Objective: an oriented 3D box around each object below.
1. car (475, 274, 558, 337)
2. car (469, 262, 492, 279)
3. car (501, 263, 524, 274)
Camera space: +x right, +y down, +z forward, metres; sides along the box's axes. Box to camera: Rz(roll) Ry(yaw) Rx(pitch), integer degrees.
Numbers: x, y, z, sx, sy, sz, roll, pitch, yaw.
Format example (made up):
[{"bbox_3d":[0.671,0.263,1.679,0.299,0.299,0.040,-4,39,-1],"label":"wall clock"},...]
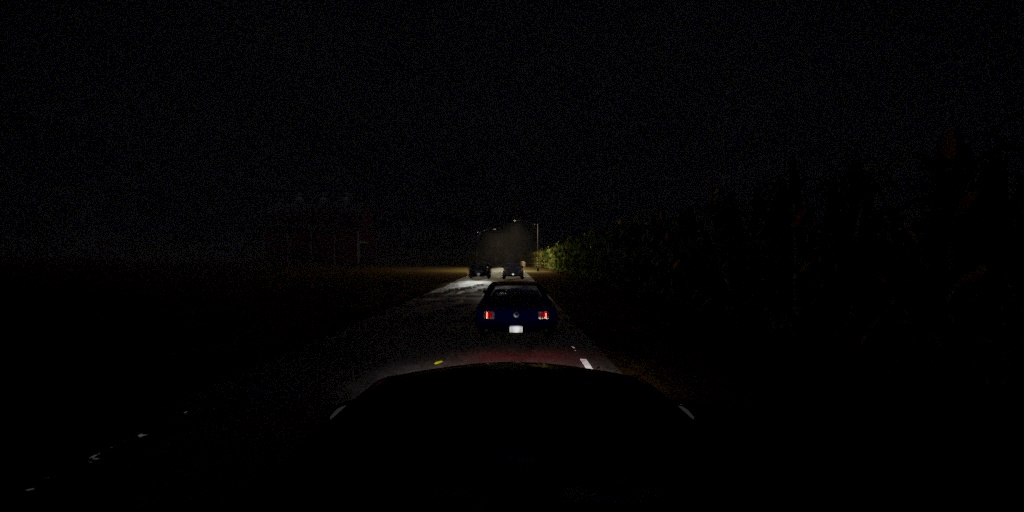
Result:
[{"bbox_3d":[0.098,1.356,10.253,1.895,1.301,4.718,0,0,0],"label":"car"},{"bbox_3d":[-2.851,1.298,33.016,2.128,1.511,4.902,0,0,0],"label":"car"},{"bbox_3d":[0.096,1.332,32.812,1.812,1.442,4.674,0,0,0],"label":"car"}]
